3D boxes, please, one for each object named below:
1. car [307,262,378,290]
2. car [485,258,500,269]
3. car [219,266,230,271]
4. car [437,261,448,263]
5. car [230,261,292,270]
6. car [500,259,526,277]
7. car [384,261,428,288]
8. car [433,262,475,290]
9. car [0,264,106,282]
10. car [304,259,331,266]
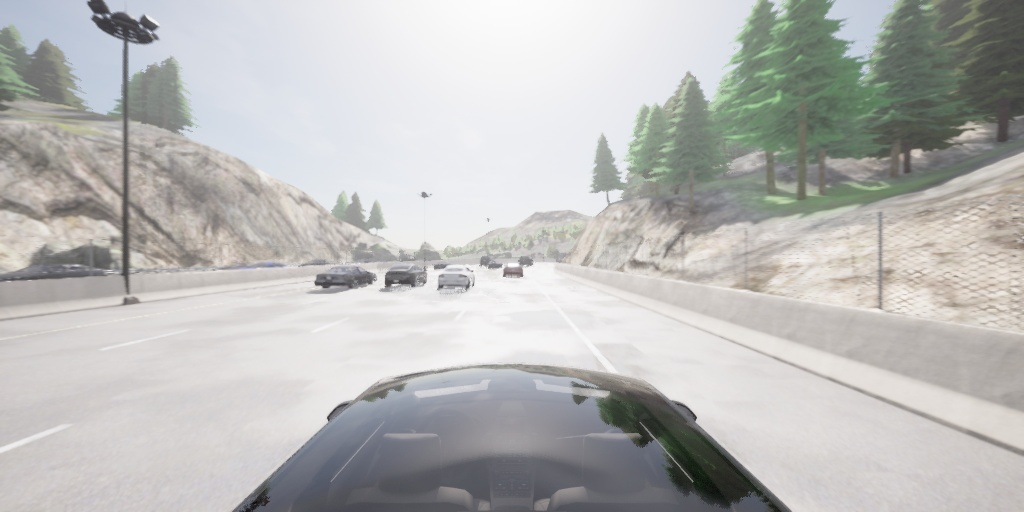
[{"bbox_3d":[-10.374,1.302,22.791,2.033,1.411,5.357,0,0,0],"label":"car"},{"bbox_3d":[-2.572,1.366,57.839,1.895,1.301,4.718,0,0,7],"label":"car"},{"bbox_3d":[-24.558,1.321,32.649,1.994,1.385,4.181,0,0,0],"label":"car"},{"bbox_3d":[-9.968,1.364,52.636,1.895,1.301,4.718,0,0,5],"label":"car"},{"bbox_3d":[-21.050,1.234,30.702,1.882,1.535,5.008,0,0,0],"label":"car"},{"bbox_3d":[0.132,1.323,36.355,1.994,1.385,4.181,0,0,1],"label":"car"},{"bbox_3d":[-6.897,1.260,23.743,1.837,1.490,4.892,0,0,0],"label":"car"},{"bbox_3d":[-3.397,1.281,22.311,1.812,1.442,4.674,0,0,0],"label":"car"},{"bbox_3d":[-28.082,1.244,21.866,2.128,1.511,4.902,0,0,0],"label":"car"},{"bbox_3d":[-30.562,1.245,56.434,1.837,1.490,4.892,0,0,6],"label":"car"}]
